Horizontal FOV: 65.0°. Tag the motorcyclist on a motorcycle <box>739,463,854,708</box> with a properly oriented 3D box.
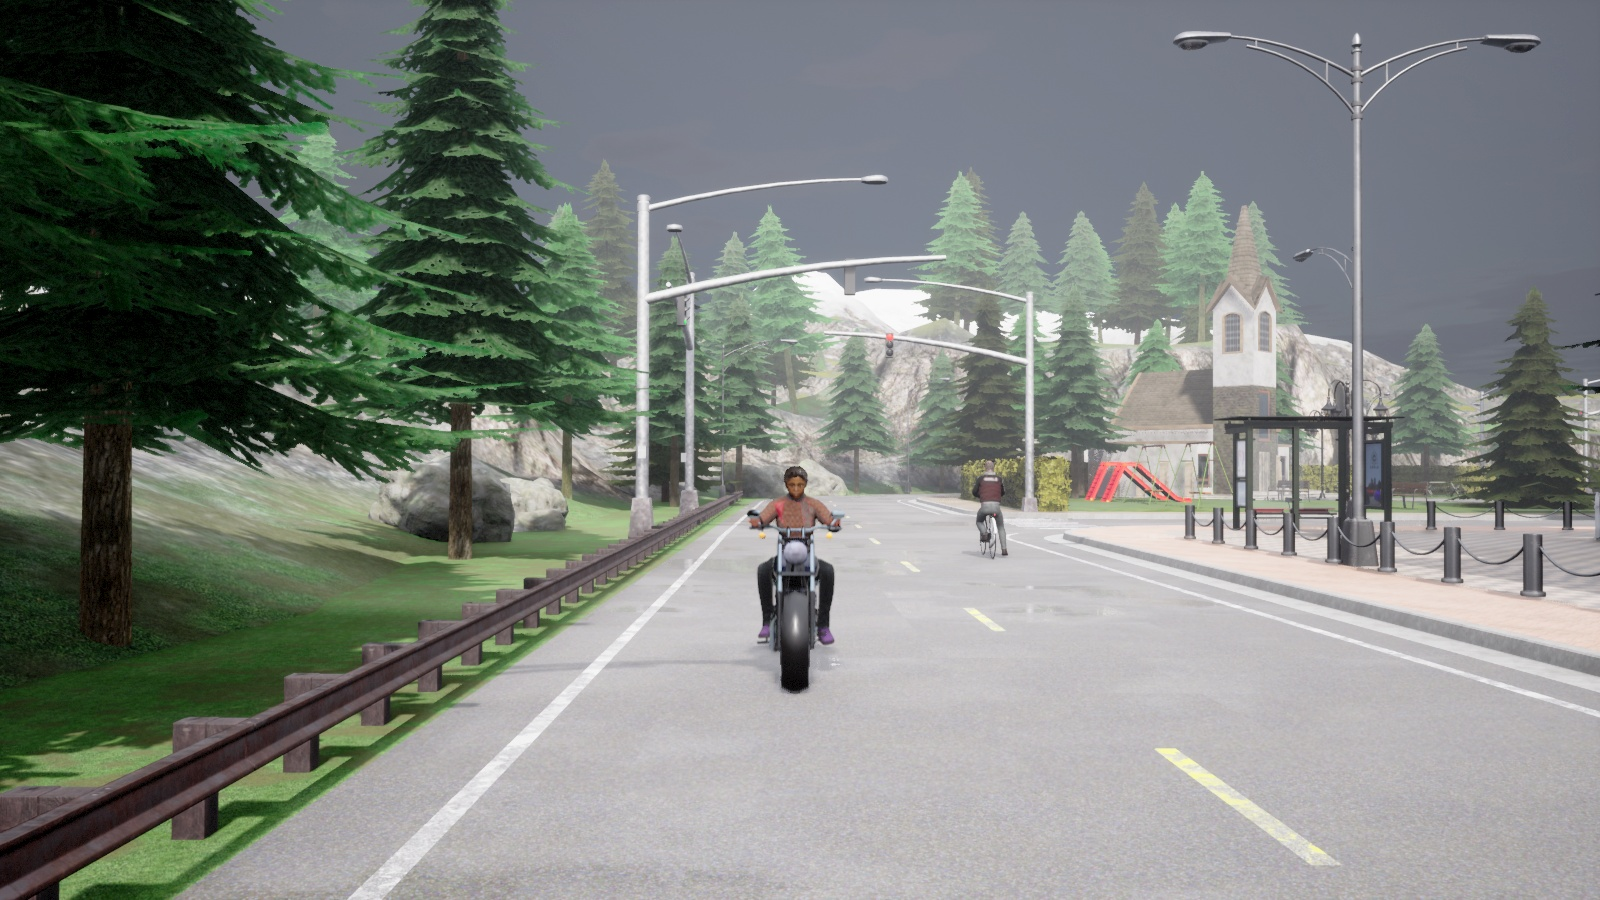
[{"bbox_3d":[-0.026,0.927,9.649,0.766,1.649,2.350,0,-1,0],"label":"motorcyclist on a motorcycle"}]

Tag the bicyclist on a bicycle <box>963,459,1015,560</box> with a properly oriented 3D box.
[{"bbox_3d":[3.438,1.056,22.945,0.659,1.776,1.843,0,-1,0],"label":"bicyclist on a bicycle"}]
